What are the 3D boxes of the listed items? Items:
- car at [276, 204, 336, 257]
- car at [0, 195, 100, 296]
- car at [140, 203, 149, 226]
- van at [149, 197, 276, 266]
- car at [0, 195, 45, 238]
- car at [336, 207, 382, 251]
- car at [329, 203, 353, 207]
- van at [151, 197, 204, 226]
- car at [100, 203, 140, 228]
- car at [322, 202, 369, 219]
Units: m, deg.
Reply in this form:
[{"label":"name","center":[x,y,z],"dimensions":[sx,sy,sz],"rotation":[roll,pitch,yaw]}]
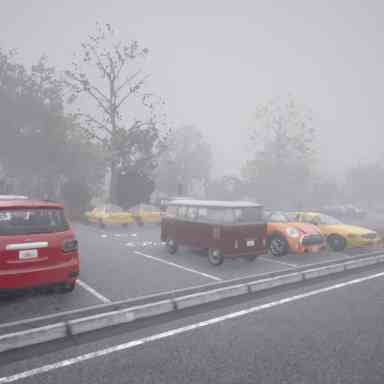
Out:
[{"label":"car","center":[3.008,1.417,13.473],"dimensions":[2.185,1.767,4.553],"rotation":[1,-1,-36]},{"label":"car","center":[-4.474,1.200,8.071],"dimensions":[2.435,2.045,5.566],"rotation":[1,0,-36]},{"label":"car","center":[-3.627,1.553,24.002],"dimensions":[1.946,1.575,5.366],"rotation":[1,-1,-36]},{"label":"van","center":[0.495,1.280,11.767],"dimensions":[1.878,1.987,4.442],"rotation":[1,0,-36]},{"label":"car","center":[-10.299,1.210,18.934],"dimensions":[2.435,2.045,5.566],"rotation":[0,0,-36]},{"label":"car","center":[5.500,1.587,15.001],"dimensions":[1.946,1.575,5.366],"rotation":[1,-1,-36]},{"label":"car","center":[15.632,2.190,37.608],"dimensions":[2.002,1.452,4.674],"rotation":[2,-1,-36]},{"label":"van","center":[-1.181,1.375,25.392],"dimensions":[1.878,1.987,4.442],"rotation":[1,-1,-36]},{"label":"car","center":[-5.787,1.516,22.447],"dimensions":[1.946,1.575,5.366],"rotation":[1,0,-36]},{"label":"car","center":[18.181,2.128,39.500],"dimensions":[2.185,1.767,4.553],"rotation":[2,-1,-35]}]
